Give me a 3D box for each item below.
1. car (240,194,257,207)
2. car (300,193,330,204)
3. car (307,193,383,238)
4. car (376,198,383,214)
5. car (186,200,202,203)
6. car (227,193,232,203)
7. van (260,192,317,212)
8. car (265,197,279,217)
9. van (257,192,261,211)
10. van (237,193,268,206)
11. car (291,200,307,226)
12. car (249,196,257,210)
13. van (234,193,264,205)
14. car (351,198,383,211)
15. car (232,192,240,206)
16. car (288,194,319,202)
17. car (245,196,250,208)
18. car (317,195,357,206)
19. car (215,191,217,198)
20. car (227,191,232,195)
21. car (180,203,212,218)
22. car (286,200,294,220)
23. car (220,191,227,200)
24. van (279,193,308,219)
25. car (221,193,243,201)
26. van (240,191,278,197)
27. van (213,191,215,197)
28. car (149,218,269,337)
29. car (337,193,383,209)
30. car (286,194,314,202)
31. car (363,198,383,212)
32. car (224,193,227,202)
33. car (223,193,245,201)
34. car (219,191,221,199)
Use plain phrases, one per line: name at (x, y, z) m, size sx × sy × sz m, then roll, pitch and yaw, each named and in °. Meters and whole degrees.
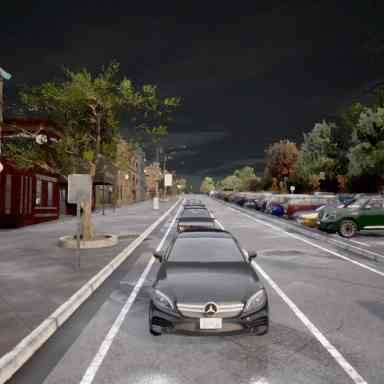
car at (9.095, 1.408, 42.293) m, size 4.892 × 1.521 × 2.231 m, roll 0°, pitch 0°, yaw 0°
car at (22.071, 1.134, 59.665) m, size 4.553 × 1.767 × 2.185 m, roll 0°, pitch 1°, yaw 0°
car at (9.247, 1.220, 17.057) m, size 5.566 × 2.045 × 2.435 m, roll 0°, pitch 0°, yaw 0°
car at (22.409, 1.443, 34.682) m, size 5.366 × 1.575 × 1.946 m, roll 0°, pitch 0°, yaw 0°
car at (0.211, 1.442, 29.876) m, size 2.128 × 1.511 × 4.902 m, roll 0°, pitch 0°, yaw 0°
car at (8.978, 1.289, 56.312) m, size 4.892 × 1.521 × 2.231 m, roll 0°, pitch 1°, yaw 0°
van at (9.055, 1.230, 31.077) m, size 4.442 × 1.987 × 1.878 m, roll 0°, pitch 0°, yaw 0°
car at (9.187, 1.459, 28.271) m, size 5.008 × 1.535 × 2.097 m, roll 0°, pitch 0°, yaw 0°
van at (9.267, 1.222, 33.880) m, size 4.442 × 1.987 × 1.878 m, roll 0°, pitch 0°, yaw 0°
van at (9.143, 1.112, 50.704) m, size 4.442 × 1.987 × 1.878 m, roll 0°, pitch 1°, yaw 0°
car at (9.069, 1.466, 19.860) m, size 5.366 × 1.575 × 1.946 m, roll 0°, pitch 0°, yaw 0°
car at (9.159, 1.469, 36.683) m, size 4.792 × 1.488 × 2.163 m, roll 0°, pitch 0°, yaw 0°
van at (9.122, 1.087, 53.507) m, size 4.442 × 1.987 × 1.878 m, roll 0°, pitch 1°, yaw 0°
car at (22.212, 1.451, 40.236) m, size 4.792 × 1.488 × 2.163 m, roll 0°, pitch 0°, yaw 0°
car at (9.019, 1.112, 47.899) m, size 5.566 × 2.045 × 2.435 m, roll 0°, pitch 1°, yaw 0°
car at (21.814, 1.207, 65.214) m, size 5.366 × 1.575 × 1.946 m, roll 0°, pitch 1°, yaw 0°
car at (9.106, 1.465, 39.490) m, size 4.674 × 1.452 × 2.002 m, roll 0°, pitch 0°, yaw 0°
car at (22.288, 1.331, 51.339) m, size 5.366 × 1.575 × 1.946 m, roll 0°, pitch 1°, yaw 0°
car at (8.793, 1.063, 81.539) m, size 5.008 × 1.535 × 2.097 m, roll 0°, pitch 1°, yaw 0°
car at (8.995, 1.138, 59.114) m, size 4.553 × 1.767 × 2.185 m, roll 0°, pitch 1°, yaw 0°
car at (0.188, 1.532, 17.428) m, size 2.033 × 1.411 × 5.357 m, roll 0°, pitch 0°, yaw 0°
car at (9.236, 1.506, 22.664) m, size 4.674 × 1.452 × 2.002 m, roll 0°, pitch 0°, yaw 0°
car at (8.894, 0.962, 64.719) m, size 5.566 × 2.045 × 2.435 m, roll 0°, pitch 1°, yaw 0°
van at (9.330, 1.237, 25.468) m, size 4.442 × 1.987 × 1.878 m, roll 0°, pitch 0°, yaw 0°
car at (8.829, 1.013, 73.129) m, size 4.553 × 1.767 × 2.185 m, roll 0°, pitch 1°, yaw 0°
van at (9.184, 1.162, 45.100) m, size 4.442 × 1.987 × 1.878 m, roll 0°, pitch 0°, yaw 0°
van at (8.619, 0.762, 89.946) m, size 4.442 × 1.987 × 1.878 m, roll 0°, pitch 1°, yaw 0°
car at (0.251, 1.524, 6.849) m, size 1.812 × 1.442 × 4.674 m, roll 0°, pitch 0°, yaw 0°
car at (22.135, 1.152, 43.008) m, size 5.566 × 2.045 × 2.435 m, roll 0°, pitch 0°, yaw 0°
car at (21.984, 1.187, 67.992) m, size 4.892 × 1.521 × 2.231 m, roll 0°, pitch 1°, yaw 0°
car at (22.175, 1.468, 37.452) m, size 4.792 × 1.488 × 2.163 m, roll 0°, pitch 0°, yaw 0°
car at (8.941, 1.278, 61.918) m, size 4.674 × 1.452 × 2.002 m, roll 0°, pitch 1°, yaw 0°
car at (8.850, 1.038, 70.326) m, size 4.553 × 1.767 × 2.185 m, roll 0°, pitch 1°, yaw 0°
car at (8.873, 0.937, 67.522) m, size 5.566 × 2.045 × 2.435 m, roll 0°, pitch 1°, yaw 0°
